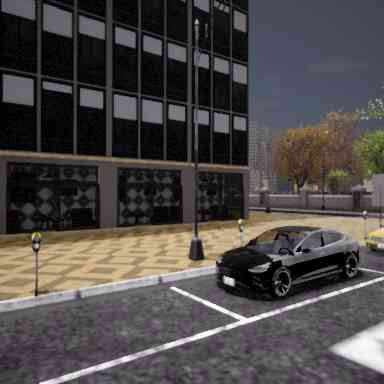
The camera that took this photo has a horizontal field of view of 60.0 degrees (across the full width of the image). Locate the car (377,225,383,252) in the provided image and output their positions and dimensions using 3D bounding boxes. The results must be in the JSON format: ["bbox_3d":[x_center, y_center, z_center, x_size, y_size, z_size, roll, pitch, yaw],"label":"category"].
[{"bbox_3d":[8.439,1.520,12.735,4.829,1.417,1.752,0,0,-35],"label":"car"}]

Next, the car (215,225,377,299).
[{"bbox_3d":[2.578,1.563,8.495,4.313,1.339,1.947,0,0,-35],"label":"car"}]
